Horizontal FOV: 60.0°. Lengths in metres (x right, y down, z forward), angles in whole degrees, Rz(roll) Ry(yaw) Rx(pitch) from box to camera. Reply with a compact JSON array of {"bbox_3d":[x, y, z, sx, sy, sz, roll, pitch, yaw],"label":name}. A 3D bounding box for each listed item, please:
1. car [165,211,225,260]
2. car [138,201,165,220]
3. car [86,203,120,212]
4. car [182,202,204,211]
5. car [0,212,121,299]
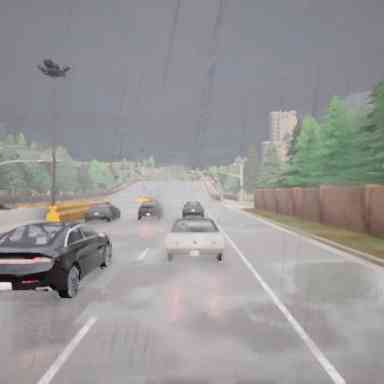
[{"bbox_3d":[0.099,1.597,12.456,1.895,1.301,4.718,0,0,0],"label":"car"},{"bbox_3d":[-3.397,1.496,28.169,1.837,1.490,4.892,0,0,0],"label":"car"},{"bbox_3d":[-6.898,1.556,26.030,1.994,1.385,4.181,0,0,0],"label":"car"},{"bbox_3d":[0.102,1.555,30.549,1.994,1.385,4.181,0,0,0],"label":"car"},{"bbox_3d":[-3.400,1.488,8.419,2.128,1.511,4.902,0,0,0],"label":"car"}]
